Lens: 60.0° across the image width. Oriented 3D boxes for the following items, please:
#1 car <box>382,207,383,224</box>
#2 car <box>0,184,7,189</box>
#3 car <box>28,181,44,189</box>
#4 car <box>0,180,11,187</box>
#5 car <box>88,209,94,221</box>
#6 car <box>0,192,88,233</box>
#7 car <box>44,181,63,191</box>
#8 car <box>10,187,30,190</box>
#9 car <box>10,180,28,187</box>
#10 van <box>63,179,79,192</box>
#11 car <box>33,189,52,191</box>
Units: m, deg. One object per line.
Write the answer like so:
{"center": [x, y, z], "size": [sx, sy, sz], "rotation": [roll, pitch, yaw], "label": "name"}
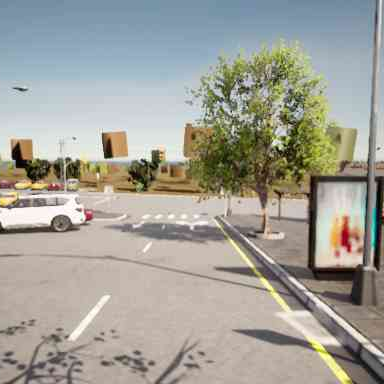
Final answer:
{"center": [19.959, 2.290, 35.793], "size": [2.185, 1.767, 4.553], "rotation": [0, 6, -19], "label": "car"}
{"center": [-23.754, 0.509, 38.737], "size": [2.185, 1.767, 4.553], "rotation": [0, 6, -14], "label": "car"}
{"center": [-26.294, -1.209, 57.578], "size": [1.946, 1.575, 5.366], "rotation": [0, 5, -13], "label": "car"}
{"center": [-32.130, -1.394, 58.102], "size": [2.002, 1.452, 4.674], "rotation": [1, 5, -13], "label": "car"}
{"center": [-8.722, 1.483, 21.236], "size": [4.674, 1.452, 2.002], "rotation": [-1, 0, -19], "label": "car"}
{"center": [-8.778, 1.192, 18.203], "size": [5.566, 2.045, 2.435], "rotation": [-1, 0, -19], "label": "car"}
{"center": [-23.300, -1.192, 57.030], "size": [2.185, 1.767, 4.553], "rotation": [0, 5, -13], "label": "car"}
{"center": [-20.807, 0.725, 38.651], "size": [1.946, 1.575, 5.366], "rotation": [0, 6, -14], "label": "car"}
{"center": [-29.144, -1.298, 57.563], "size": [1.946, 1.575, 5.366], "rotation": [1, 5, -13], "label": "car"}
{"center": [-20.331, -1.167, 56.635], "size": [1.878, 1.987, 4.442], "rotation": [1, 5, -14], "label": "van"}
{"center": [-17.820, 0.916, 38.010], "size": [2.163, 1.488, 4.792], "rotation": [0, 6, -15], "label": "car"}
